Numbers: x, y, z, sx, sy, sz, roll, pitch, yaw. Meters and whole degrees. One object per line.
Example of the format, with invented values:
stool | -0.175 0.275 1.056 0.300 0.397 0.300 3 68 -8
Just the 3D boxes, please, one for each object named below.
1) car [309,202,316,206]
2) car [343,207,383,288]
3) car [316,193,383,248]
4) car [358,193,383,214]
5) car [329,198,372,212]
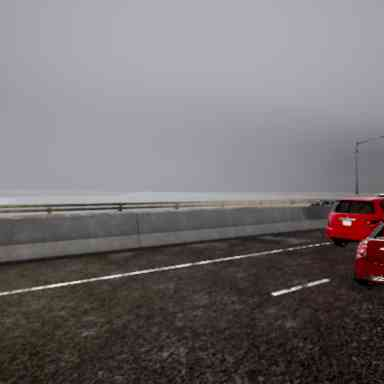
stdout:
car | 16.619 1.549 41.292 4.718 1.301 1.895 0 0 -35
car | 5.951 1.341 7.984 4.553 1.767 2.097 0 0 -35
car | 7.792 1.206 13.551 5.566 2.045 2.150 0 0 -35
car | 20.192 1.170 35.255 5.566 2.045 2.150 0 0 -35
car | 18.281 1.496 38.192 5.357 1.411 2.033 0 0 -35
